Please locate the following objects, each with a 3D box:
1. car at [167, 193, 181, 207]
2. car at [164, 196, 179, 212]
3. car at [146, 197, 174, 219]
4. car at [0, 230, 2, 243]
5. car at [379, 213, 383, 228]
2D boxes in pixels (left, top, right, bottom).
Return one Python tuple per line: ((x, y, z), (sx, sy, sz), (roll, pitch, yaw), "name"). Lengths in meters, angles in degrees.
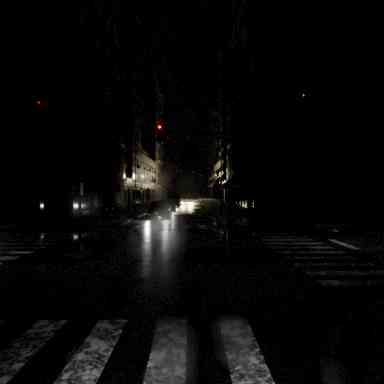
((-2.877, 1.197, 49.559), (2.150, 2.045, 5.566), (0, 0, 0), "car")
((-2.866, 1.511, 39.159), (1.812, 1.442, 4.674), (0, 0, 0), "car")
((-2.867, 1.497, 29.293), (1.837, 1.490, 4.892), (0, 0, 0), "car")
((-9.676, 1.235, 11.421), (5.566, 2.045, 2.150), (0, 0, 0), "car")
((12.337, 1.282, 16.900), (5.009, 1.841, 2.192), (0, 0, 0), "car")
